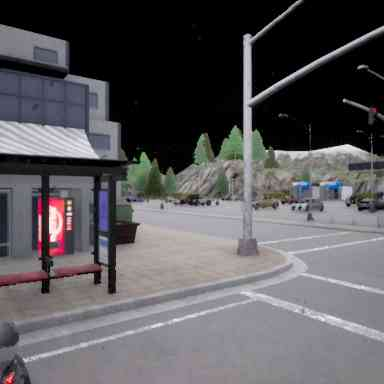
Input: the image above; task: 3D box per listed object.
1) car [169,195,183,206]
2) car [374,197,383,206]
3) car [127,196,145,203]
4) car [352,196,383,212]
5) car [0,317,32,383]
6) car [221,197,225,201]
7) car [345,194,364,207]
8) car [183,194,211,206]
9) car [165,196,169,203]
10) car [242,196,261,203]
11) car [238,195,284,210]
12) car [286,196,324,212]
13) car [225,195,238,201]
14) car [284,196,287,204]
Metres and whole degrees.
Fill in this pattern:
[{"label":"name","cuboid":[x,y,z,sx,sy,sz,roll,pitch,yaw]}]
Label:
[{"label":"car","cuboid":[-0.897,1.279,53.823,4.605,1.855,1.932,0,0,-36]},{"label":"car","cuboid":[31.412,1.535,53.871,3.806,1.475,1.970,0,0,-36]},{"label":"car","cuboid":[-11.621,1.556,69.001,3.633,1.501,1.845,0,0,-36]},{"label":"car","cuboid":[20.461,1.478,37.419,4.514,1.523,2.007,0,0,-36]},{"label":"car","cuboid":[-3.406,1.542,1.439,4.892,1.490,1.837,-1,0,-36]},{"label":"car","cuboid":[9.523,1.513,84.189,4.514,1.523,2.007,0,0,-36]},{"label":"car","cuboid":[24.546,1.274,48.896,4.605,1.855,1.932,0,0,-36]},{"label":"car","cuboid":[1.133,1.259,51.703,3.866,1.878,1.905,0,0,-36]},{"label":"car","cuboid":[-3.855,1.564,70.907,3.806,1.475,1.970,0,0,-36]},{"label":"car","cuboid":[12.068,1.496,67.573,3.633,1.501,1.845,0,0,-36]},{"label":"car","cuboid":[8.593,1.335,41.309,5.027,1.636,2.152,0,0,-36]},{"label":"car","cuboid":[12.598,1.414,36.284,3.806,1.475,1.970,0,0,-36]},{"label":"car","cuboid":[11.395,1.504,81.671,5.027,1.636,2.152,0,0,-36]},{"label":"car","cuboid":[17.860,1.474,59.430,4.514,1.523,2.007,0,0,-36]}]
